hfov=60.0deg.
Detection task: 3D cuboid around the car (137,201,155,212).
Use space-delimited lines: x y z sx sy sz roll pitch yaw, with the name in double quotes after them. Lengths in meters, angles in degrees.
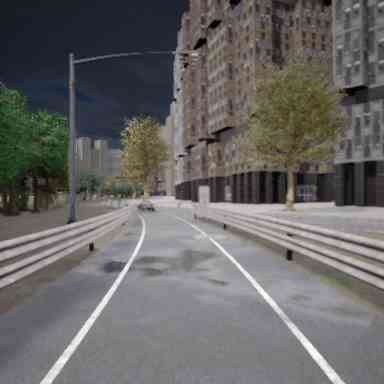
-6.430 1.990 46.409 2.033 1.411 5.357 0 -1 -17 "car"
